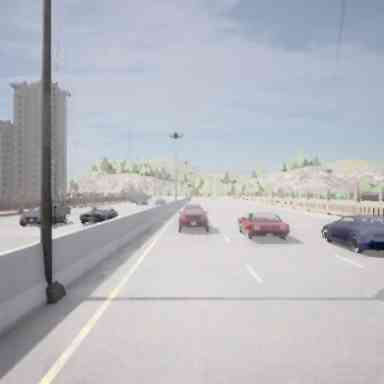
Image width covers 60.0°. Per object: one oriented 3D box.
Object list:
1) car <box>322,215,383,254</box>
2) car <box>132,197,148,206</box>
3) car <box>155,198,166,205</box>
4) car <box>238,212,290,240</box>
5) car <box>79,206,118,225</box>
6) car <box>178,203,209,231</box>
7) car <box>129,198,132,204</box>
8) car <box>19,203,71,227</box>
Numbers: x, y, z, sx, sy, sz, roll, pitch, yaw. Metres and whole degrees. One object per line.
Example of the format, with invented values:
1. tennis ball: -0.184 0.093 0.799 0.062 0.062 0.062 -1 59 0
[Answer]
1. car: 7.093 1.644 14.000 1.994 1.385 4.181 0 0 0
2. car: -9.780 1.871 65.096 2.128 1.511 4.902 0 0 2
3. car: -6.230 1.903 66.522 1.812 1.442 4.674 0 0 2
4. car: 3.593 1.701 17.570 1.895 1.301 4.718 0 0 0
5. car: -7.103 1.747 25.714 1.895 1.301 4.718 0 0 0
6. car: 0.105 1.647 21.235 1.812 1.442 4.674 0 0 0
7. car: -12.982 1.922 75.224 1.837 1.490 4.892 0 0 2
8. car: -10.601 1.700 23.943 1.994 1.385 4.181 0 0 0
